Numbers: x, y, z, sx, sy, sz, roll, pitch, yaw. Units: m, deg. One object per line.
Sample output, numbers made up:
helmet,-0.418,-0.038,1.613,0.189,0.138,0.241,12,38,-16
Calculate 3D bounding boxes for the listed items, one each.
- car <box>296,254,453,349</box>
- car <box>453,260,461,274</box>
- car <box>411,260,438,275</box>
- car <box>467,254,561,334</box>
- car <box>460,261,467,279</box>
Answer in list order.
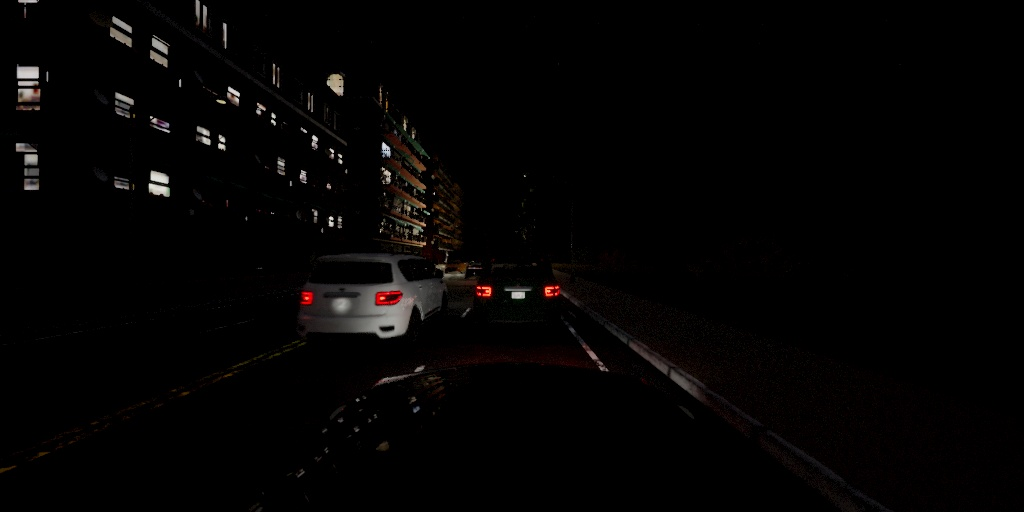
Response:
car,-3.153,0.972,9.323,2.150,2.045,5.566,0,0,0
car,-6.600,1.231,41.717,1.882,1.535,5.008,0,0,0
car,-9.851,1.258,40.778,1.837,1.490,4.892,0,0,0
car,0.102,0.973,10.721,2.150,2.045,5.566,0,0,-1
car,-3.149,1.247,33.004,2.128,1.511,4.902,0,0,0
